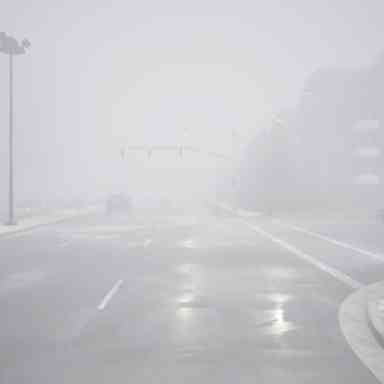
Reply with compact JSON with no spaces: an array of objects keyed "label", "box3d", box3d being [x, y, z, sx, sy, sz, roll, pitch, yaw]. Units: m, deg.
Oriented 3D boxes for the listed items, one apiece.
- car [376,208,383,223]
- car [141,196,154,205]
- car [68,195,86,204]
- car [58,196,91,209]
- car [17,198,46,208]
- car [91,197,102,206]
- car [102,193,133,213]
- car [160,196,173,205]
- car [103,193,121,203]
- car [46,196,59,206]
[{"label":"car","box3d":[14.643,1.503,21.615,4.892,1.490,1.837,0,0,0]},{"label":"car","box3d":[-8.088,1.520,60.576,1.812,1.442,4.674,0,0,0]},{"label":"car","box3d":[-23.164,1.472,66.937,1.882,1.535,5.008,0,0,0]},{"label":"car","box3d":[-16.226,1.488,46.207,2.128,1.511,4.902,0,0,0]},{"label":"car","box3d":[-23.217,1.560,47.703,1.994,1.385,4.181,0,0,0]},{"label":"car","box3d":[-16.238,1.543,56.063,2.033,1.411,5.357,0,0,1]},{"label":"car","box3d":[-7.915,1.218,36.550,2.150,2.045,5.566,0,0,-2]},{"label":"car","box3d":[-4.577,1.486,59.475,2.128,1.511,4.902,0,0,0]},{"label":"car","box3d":[-16.162,1.216,67.562,2.150,2.045,5.566,0,0,0]},{"label":"car","box3d":[-23.225,1.500,56.695,1.837,1.490,4.892,0,0,1]}]
